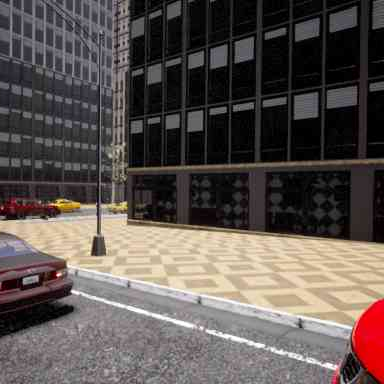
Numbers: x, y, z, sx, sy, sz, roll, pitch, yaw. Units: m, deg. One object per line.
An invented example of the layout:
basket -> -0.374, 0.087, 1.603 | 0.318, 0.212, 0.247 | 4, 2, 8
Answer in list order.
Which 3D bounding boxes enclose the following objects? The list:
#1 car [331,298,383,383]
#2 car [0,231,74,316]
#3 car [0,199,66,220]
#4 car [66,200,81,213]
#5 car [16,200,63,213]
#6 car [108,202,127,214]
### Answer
car -> 3.474, 1.222, 1.196 | 5.566, 2.045, 2.150 | 0, 0, 36
car -> -4.797, 1.544, 7.122 | 5.357, 1.411, 2.033 | 0, 0, 35
car -> -14.401, 1.519, 29.801 | 2.192, 1.841, 5.009 | 1, 0, 37
car -> -15.296, 1.644, 38.301 | 1.882, 1.535, 5.008 | 1, 0, 37
car -> -17.874, 1.642, 39.185 | 1.752, 1.417, 4.829 | 1, 0, 37
car -> -7.579, 1.830, 38.995 | 1.752, 1.417, 4.829 | 1, 0, 37
